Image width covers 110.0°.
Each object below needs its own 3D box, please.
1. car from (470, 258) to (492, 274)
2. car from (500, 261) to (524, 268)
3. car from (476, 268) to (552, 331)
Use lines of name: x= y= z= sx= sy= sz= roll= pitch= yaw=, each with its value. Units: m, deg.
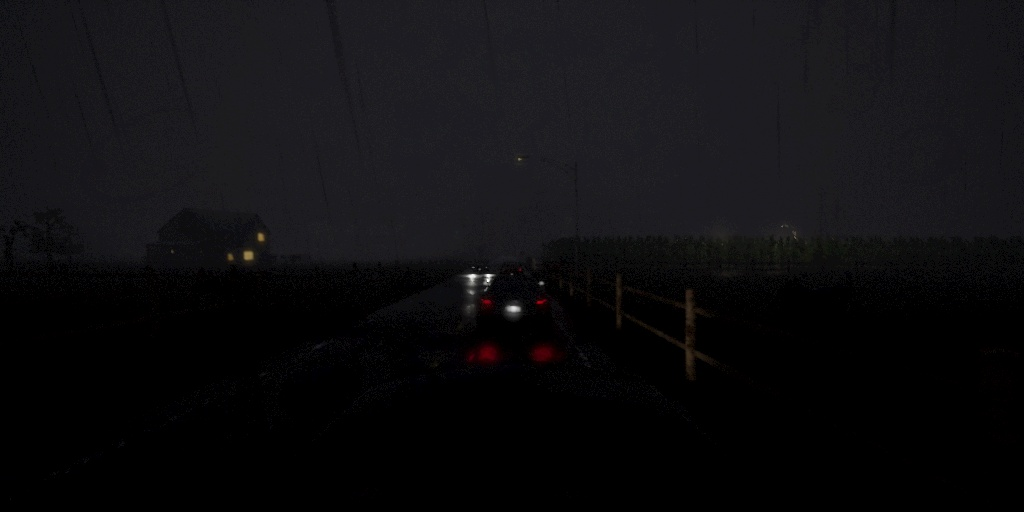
car: x=-2.968 y=0.940 z=35.100 sx=1.837 sy=1.490 sz=4.892 roll=0 pitch=0 yaw=0
car: x=-0.008 y=1.086 z=29.840 sx=1.895 sy=1.301 sz=4.718 roll=0 pitch=1 yaw=0
car: x=0.049 y=1.232 z=10.649 sx=1.994 sy=1.385 sz=4.181 roll=0 pitch=1 yaw=0
